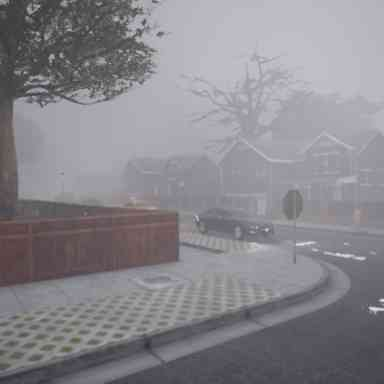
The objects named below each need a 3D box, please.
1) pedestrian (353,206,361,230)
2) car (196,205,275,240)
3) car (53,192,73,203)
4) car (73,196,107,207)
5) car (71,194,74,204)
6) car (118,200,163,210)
[{"bbox_3d":[8.893,1.360,17.919,0.375,1.300,0.375,0,0,-36],"label":"pedestrian"},{"bbox_3d":[2.077,1.483,17.213,1.837,1.490,4.892,-1,1,-34],"label":"car"},{"bbox_3d":[-20.377,1.051,52.964,2.150,2.045,5.566,-1,0,-36],"label":"car"},{"bbox_3d":[-10.418,1.404,34.490,1.837,1.490,4.892,-1,1,-36],"label":"car"},{"bbox_3d":[-14.150,1.325,44.505,1.882,1.535,5.008,-1,0,-35],"label":"car"},{"bbox_3d":[-4.008,1.413,25.687,1.882,1.535,5.008,-1,1,-36],"label":"car"}]
